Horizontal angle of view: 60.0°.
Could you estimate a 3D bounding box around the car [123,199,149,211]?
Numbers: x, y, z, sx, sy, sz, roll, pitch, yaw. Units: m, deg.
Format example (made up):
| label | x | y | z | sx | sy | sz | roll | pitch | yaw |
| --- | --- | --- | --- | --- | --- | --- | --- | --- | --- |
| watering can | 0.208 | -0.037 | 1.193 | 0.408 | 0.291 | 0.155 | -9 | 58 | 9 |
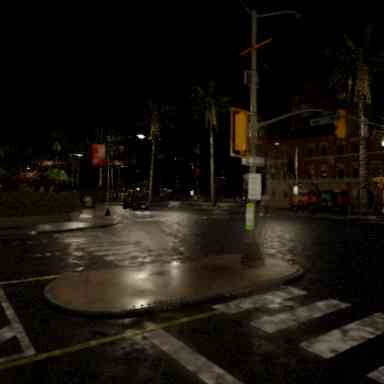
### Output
| label | x | y | z | sx | sy | sz | roll | pitch | yaw |
| --- | --- | --- | --- | --- | --- | --- | --- | --- | --- |
| car | -7.484 | 1.712 | 43.987 | 2.128 | 1.511 | 4.902 | 1 | 0 | -35 |
